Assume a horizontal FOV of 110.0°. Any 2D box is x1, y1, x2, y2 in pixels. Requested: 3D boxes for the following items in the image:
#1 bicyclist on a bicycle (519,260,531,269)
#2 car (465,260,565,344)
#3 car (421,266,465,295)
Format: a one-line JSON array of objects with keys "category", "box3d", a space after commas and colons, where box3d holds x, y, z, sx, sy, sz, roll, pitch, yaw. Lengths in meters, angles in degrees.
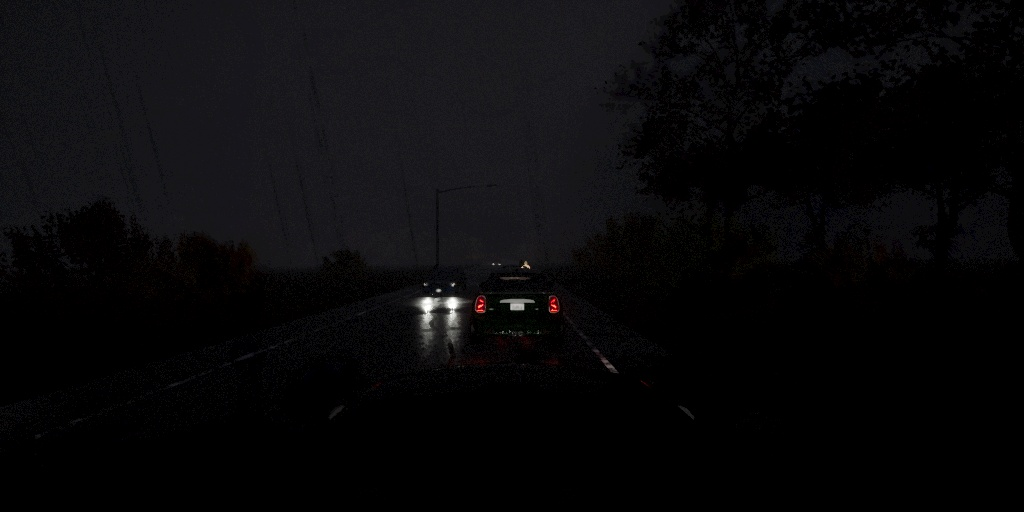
[{"category": "bicyclist on a bicycle", "box3d": [0.982, 1.177, 25.574, 0.866, 1.612, 1.509, 0, 0, 1]}, {"category": "car", "box3d": [0.115, 1.099, 9.751, 2.097, 1.767, 4.553, 0, 0, 0]}, {"category": "car", "box3d": [-3.570, 1.291, 20.077, 2.033, 1.411, 5.357, 0, 0, 0]}]
